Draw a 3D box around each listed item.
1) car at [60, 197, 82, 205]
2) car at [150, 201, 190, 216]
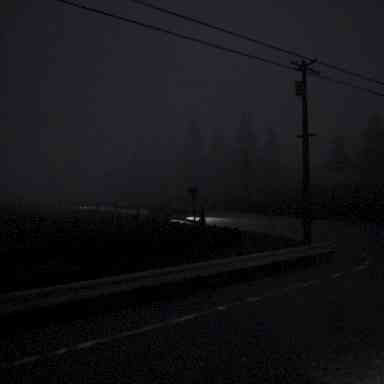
[{"bbox_3d":[-17.586,1.471,48.302,2.033,1.411,5.357,-2,1,-40],"label":"car"},{"bbox_3d":[-1.971,1.444,28.530,1.994,1.385,4.181,-2,1,-37],"label":"car"}]
